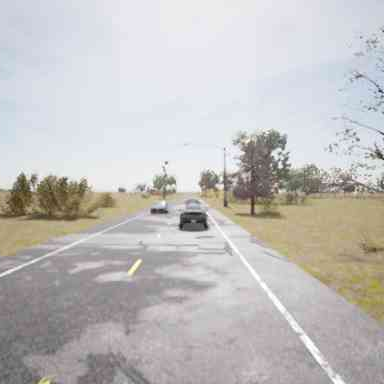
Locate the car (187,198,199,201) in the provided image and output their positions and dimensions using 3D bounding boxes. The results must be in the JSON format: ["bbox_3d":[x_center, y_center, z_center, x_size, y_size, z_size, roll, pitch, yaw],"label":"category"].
[{"bbox_3d":[0.100,1.535,41.722,2.097,1.767,4.553,0,0,0],"label":"car"}]

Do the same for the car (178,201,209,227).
[{"bbox_3d":[0.099,1.610,23.460,1.837,1.490,4.892,0,0,0],"label":"car"}]

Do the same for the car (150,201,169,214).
[{"bbox_3d":[-3.593,1.714,37.660,2.033,1.411,5.357,0,0,0],"label":"car"}]
